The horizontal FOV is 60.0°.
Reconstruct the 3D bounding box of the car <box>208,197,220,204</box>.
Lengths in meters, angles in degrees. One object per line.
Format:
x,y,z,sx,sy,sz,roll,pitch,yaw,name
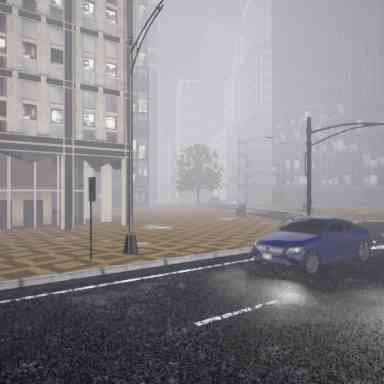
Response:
4.924,1.855,74.619,2.097,1.767,4.553,0,0,-8,car

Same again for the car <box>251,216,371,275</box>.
3.963,1.525,10.644,4.674,1.442,1.812,0,0,-36,car

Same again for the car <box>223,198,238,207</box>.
6.982,1.905,60.288,1.812,1.442,4.674,0,-1,-8,car
